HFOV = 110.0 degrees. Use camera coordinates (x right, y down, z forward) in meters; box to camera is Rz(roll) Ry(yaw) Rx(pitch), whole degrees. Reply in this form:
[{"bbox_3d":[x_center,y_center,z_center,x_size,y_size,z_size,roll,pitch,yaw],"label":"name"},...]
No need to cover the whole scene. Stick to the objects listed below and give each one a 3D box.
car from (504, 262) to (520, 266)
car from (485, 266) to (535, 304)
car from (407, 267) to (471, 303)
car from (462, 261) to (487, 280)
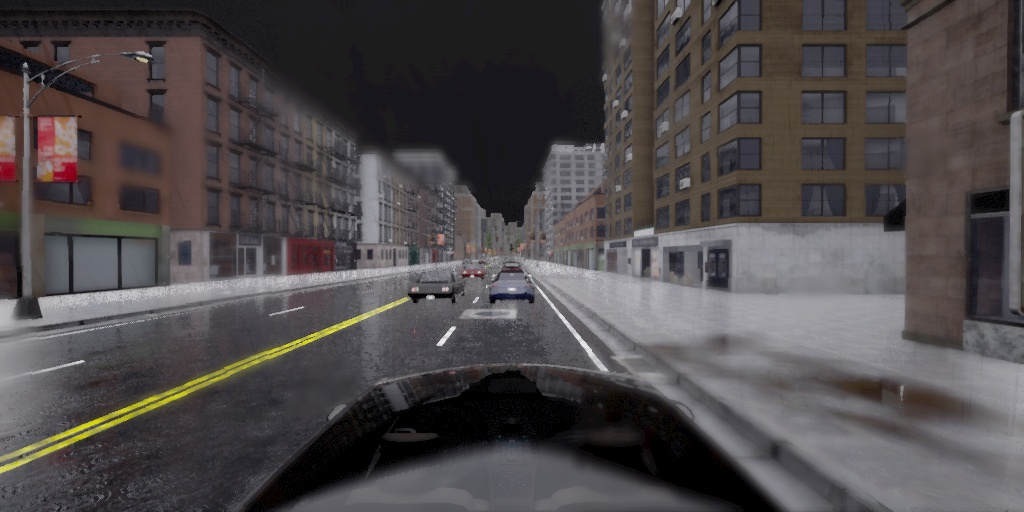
[{"bbox_3d":[0.000,1.265,31.501,1.837,1.490,4.892,0,0,0],"label":"car"},{"bbox_3d":[0.000,1.321,16.501,1.994,1.385,4.181,0,0,0],"label":"car"},{"bbox_3d":[-3.250,1.365,16.531,1.895,1.301,4.718,0,0,0],"label":"car"},{"bbox_3d":[-3.250,1.365,31.531,1.895,1.301,4.718,0,0,0],"label":"car"}]
